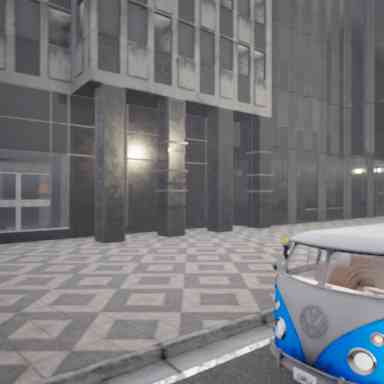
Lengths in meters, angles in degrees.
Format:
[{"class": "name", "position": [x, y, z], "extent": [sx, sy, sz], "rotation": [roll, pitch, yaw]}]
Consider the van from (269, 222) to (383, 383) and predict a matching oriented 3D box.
[{"class": "van", "position": [2.813, 1.346, 4.586], "extent": [3.998, 1.788, 1.690], "rotation": [0, 0, -37]}]
